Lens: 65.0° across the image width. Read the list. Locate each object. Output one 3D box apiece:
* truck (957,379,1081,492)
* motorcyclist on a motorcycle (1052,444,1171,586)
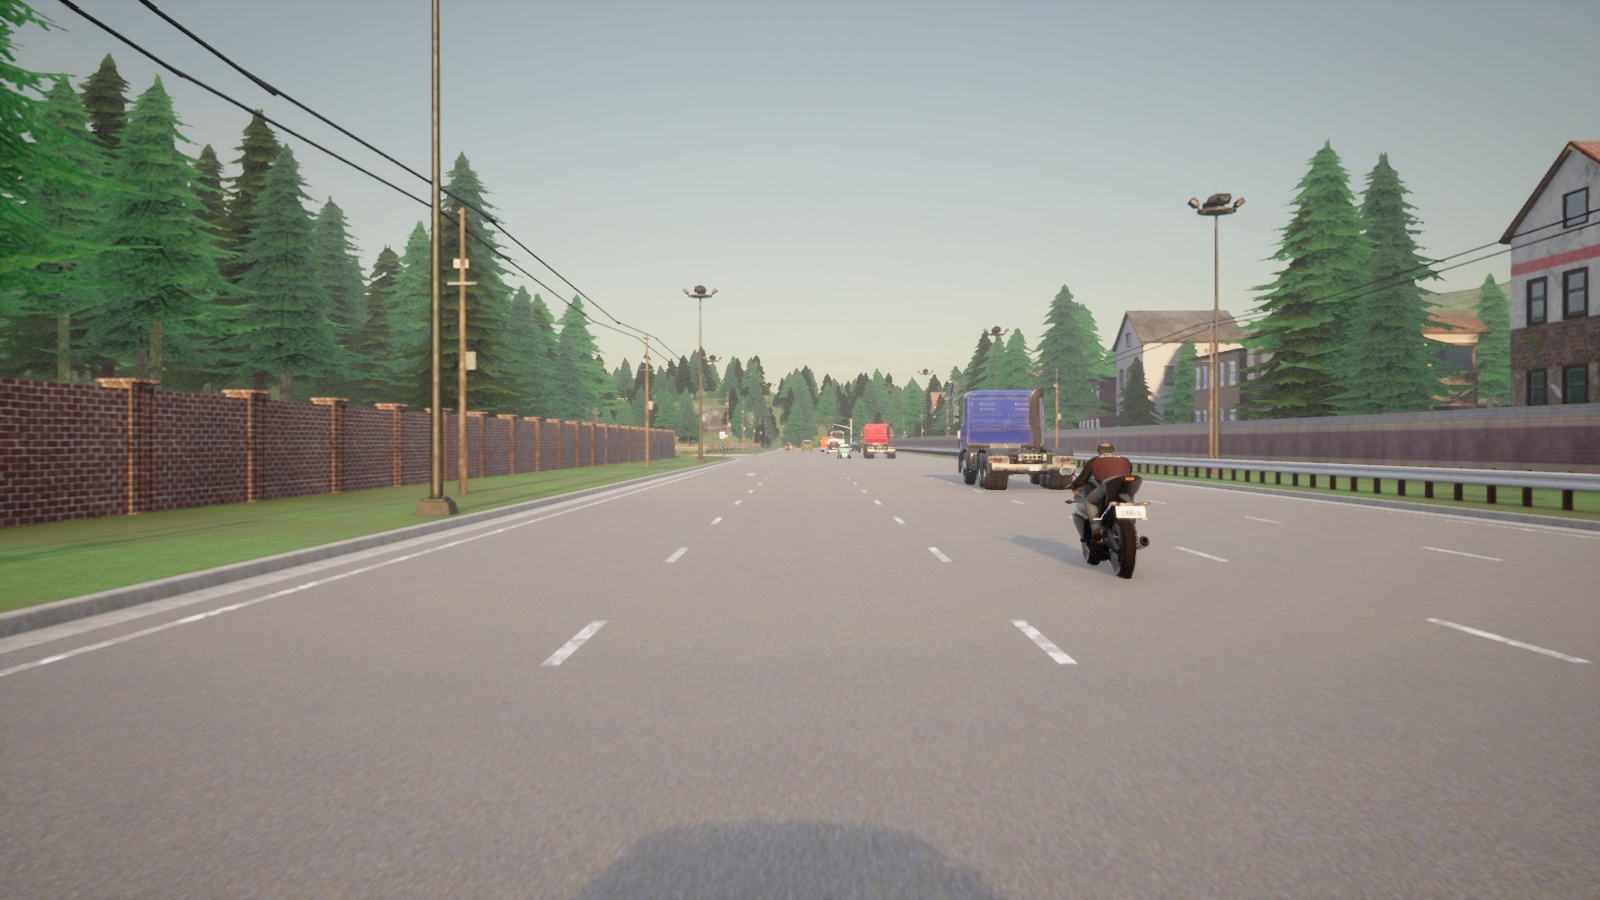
[{"bbox_3d":[7.260,-0.471,42.776,2.891,3.462,7.936,0,0,0],"label":"truck"},{"bbox_3d":[3.600,0.701,14.736,0.866,1.530,2.191,0,0,0],"label":"motorcyclist on a motorcycle"}]
